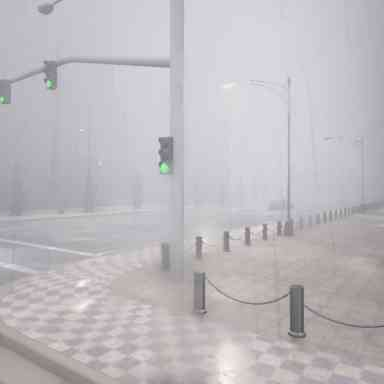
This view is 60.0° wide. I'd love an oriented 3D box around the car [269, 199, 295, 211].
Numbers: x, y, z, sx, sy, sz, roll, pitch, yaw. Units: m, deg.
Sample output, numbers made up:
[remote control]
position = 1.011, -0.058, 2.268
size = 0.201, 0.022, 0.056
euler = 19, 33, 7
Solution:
[car]
position = 10.806, 1.508, 39.973
size = 1.994, 1.385, 4.181
euler = 0, 0, 36
